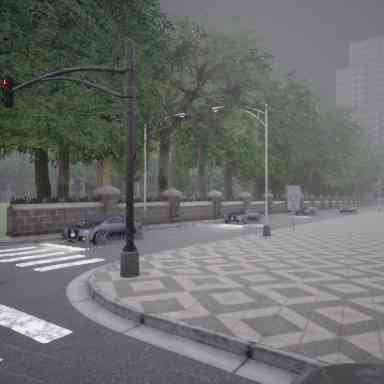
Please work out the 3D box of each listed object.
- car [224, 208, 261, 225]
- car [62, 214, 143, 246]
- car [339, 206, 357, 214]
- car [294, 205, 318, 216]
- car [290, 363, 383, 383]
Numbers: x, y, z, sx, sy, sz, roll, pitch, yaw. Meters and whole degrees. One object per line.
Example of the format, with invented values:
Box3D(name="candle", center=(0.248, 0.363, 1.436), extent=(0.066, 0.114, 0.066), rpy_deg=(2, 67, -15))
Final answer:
Box3D(name="car", center=(4.548, 2.148, 29.830), extent=(1.994, 1.385, 4.181), rpy_deg=(0, -1, 35))
Box3D(name="car", center=(-4.412, 1.825, 16.899), extent=(1.994, 1.385, 4.181), rpy_deg=(0, -1, 32))
Box3D(name="car", center=(25.180, 2.845, 53.470), extent=(1.895, 1.301, 4.718), rpy_deg=(0, -1, 36))
Box3D(name="car", center=(15.571, 2.533, 45.288), extent=(2.033, 1.411, 5.357), rpy_deg=(0, -1, 36))
Box3D(name="car", center=(2.380, 1.551, 1.263), extent=(4.403, 1.369, 2.008), rpy_deg=(0, 0, 36))
